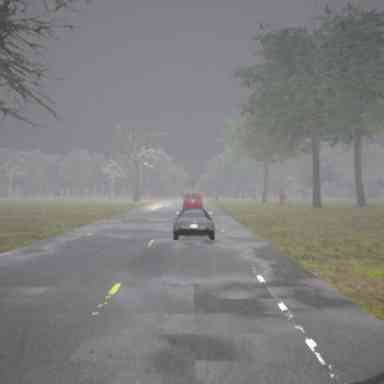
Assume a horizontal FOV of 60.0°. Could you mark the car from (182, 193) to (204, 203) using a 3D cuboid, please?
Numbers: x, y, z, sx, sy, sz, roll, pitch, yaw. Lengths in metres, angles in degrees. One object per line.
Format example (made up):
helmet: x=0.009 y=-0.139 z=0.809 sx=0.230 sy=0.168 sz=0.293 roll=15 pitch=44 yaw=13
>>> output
car: x=0.088 y=1.076 z=36.693 sx=2.150 sy=2.045 sz=5.566 roll=0 pitch=0 yaw=0

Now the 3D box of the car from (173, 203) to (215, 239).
car: x=0.093 y=1.483 z=16.866 sx=1.994 sy=1.385 sz=4.181 roll=0 pitch=0 yaw=0
